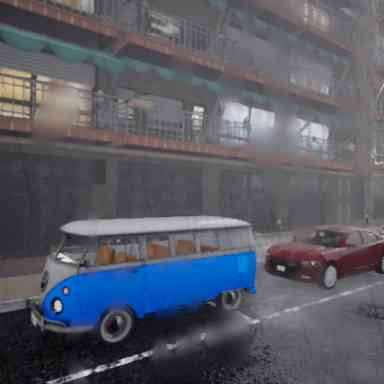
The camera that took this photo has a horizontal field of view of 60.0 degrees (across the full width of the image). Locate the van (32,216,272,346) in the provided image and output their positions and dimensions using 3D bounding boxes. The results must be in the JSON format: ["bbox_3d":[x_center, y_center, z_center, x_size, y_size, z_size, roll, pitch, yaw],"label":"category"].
[{"bbox_3d":[-0.607,1.373,6.113,3.998,1.788,1.690,1,0,-36],"label":"van"}]

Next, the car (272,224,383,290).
[{"bbox_3d":[4.002,1.636,9.412,4.507,1.381,1.887,1,0,-36],"label":"car"}]
